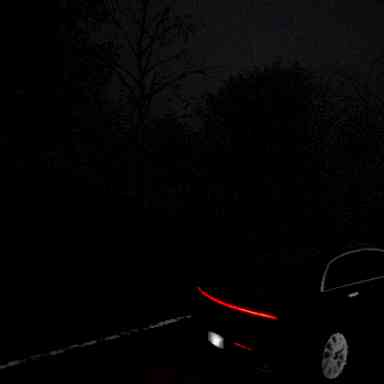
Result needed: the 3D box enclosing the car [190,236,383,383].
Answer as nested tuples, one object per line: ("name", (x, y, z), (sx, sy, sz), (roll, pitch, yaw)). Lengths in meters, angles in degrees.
("car", (2.252, 1.487, 5.340), (4.892, 1.490, 1.837), (0, 0, -35))
